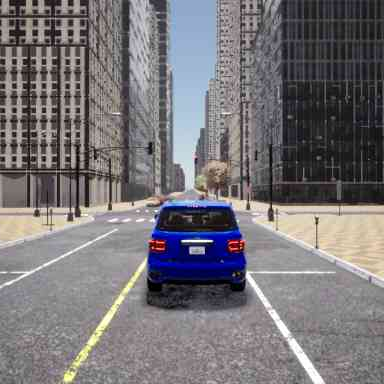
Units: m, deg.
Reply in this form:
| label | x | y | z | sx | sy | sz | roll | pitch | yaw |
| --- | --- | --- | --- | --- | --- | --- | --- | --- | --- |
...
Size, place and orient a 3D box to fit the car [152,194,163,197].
| label | x | y | z | sx | sy | sz | roll | pitch | yaw |
| --- | --- | --- | --- | --- | --- | --- | --- | --- | --- |
| car | -5.815 | 1.486 | 50.094 | 1.752 | 1.417 | 4.829 | 0 | 0 | 0 |

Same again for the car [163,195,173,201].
| label | x | y | z | sx | sy | sz | roll | pitch | yaw |
| --- | --- | --- | --- | --- | --- | --- | --- | --- | --- |
| car | -5.684 | 1.439 | 78.644 | 1.887 | 1.381 | 4.507 | 0 | 0 | 0 |

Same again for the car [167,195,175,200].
| label | x | y | z | sx | sy | sz | roll | pitch | yaw |
| --- | --- | --- | --- | --- | --- | --- | --- | --- | --- |
| car | -5.683 | 1.411 | 89.995 | 2.008 | 1.369 | 4.403 | 0 | 0 | 0 |

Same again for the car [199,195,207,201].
| label | x | y | z | sx | sy | sz | roll | pitch | yaw |
| --- | --- | --- | --- | --- | --- | --- | --- | --- | --- |
| car | 2.697 | 1.422 | 84.313 | 1.887 | 1.381 | 4.507 | 0 | 0 | 0 |

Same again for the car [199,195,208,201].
| label | x | y | z | sx | sy | sz | roll | pitch | yaw |
| --- | --- | --- | --- | --- | --- | --- | --- | --- | --- |
| car | 2.697 | 1.419 | 78.809 | 1.752 | 1.417 | 4.829 | 0 | 0 | 0 |

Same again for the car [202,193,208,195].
| label | x | y | z | sx | sy | sz | roll | pitch | yaw |
| --- | --- | --- | --- | --- | --- | --- | --- | --- | --- |
| car | 2.825 | 1.400 | 50.263 | 1.967 | 1.590 | 4.097 | 0 | 0 | 0 |

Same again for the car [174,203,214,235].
| label | x | y | z | sx | sy | sz | roll | pitch | yaw |
| --- | --- | --- | --- | --- | --- | --- | --- | --- | --- |
| car | 0.096 | 1.486 | 19.822 | 2.128 | 1.511 | 4.902 | 0 | 0 | 0 |

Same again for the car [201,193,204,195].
| label | x | y | z | sx | sy | sz | roll | pitch | yaw |
| --- | --- | --- | --- | --- | --- | --- | --- | --- | --- |
| car | 2.698 | 1.224 | 72.964 | 2.192 | 1.841 | 5.009 | 0 | 0 | 0 |

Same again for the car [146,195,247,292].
| label | x | y | z | sx | sy | sz | roll | pitch | yaw |
| --- | --- | --- | --- | --- | --- | --- | --- | --- | --- |
| car | 0.099 | 1.221 | 9.093 | 2.150 | 2.045 | 5.566 | 0 | 0 | 0 |

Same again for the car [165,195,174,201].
| label | x | y | z | sx | sy | sz | roll | pitch | yaw |
| --- | --- | --- | --- | --- | --- | --- | --- | --- | --- |
| car | -5.684 | 1.428 | 84.319 | 2.008 | 1.369 | 4.403 | 0 | 0 | 0 |

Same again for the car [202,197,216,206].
| label | x | y | z | sx | sy | sz | roll | pitch | yaw |
| --- | --- | --- | --- | --- | --- | --- | --- | --- | --- |
| car | 2.795 | 1.500 | 55.941 | 2.008 | 1.369 | 4.403 | 0 | 0 | 0 |
